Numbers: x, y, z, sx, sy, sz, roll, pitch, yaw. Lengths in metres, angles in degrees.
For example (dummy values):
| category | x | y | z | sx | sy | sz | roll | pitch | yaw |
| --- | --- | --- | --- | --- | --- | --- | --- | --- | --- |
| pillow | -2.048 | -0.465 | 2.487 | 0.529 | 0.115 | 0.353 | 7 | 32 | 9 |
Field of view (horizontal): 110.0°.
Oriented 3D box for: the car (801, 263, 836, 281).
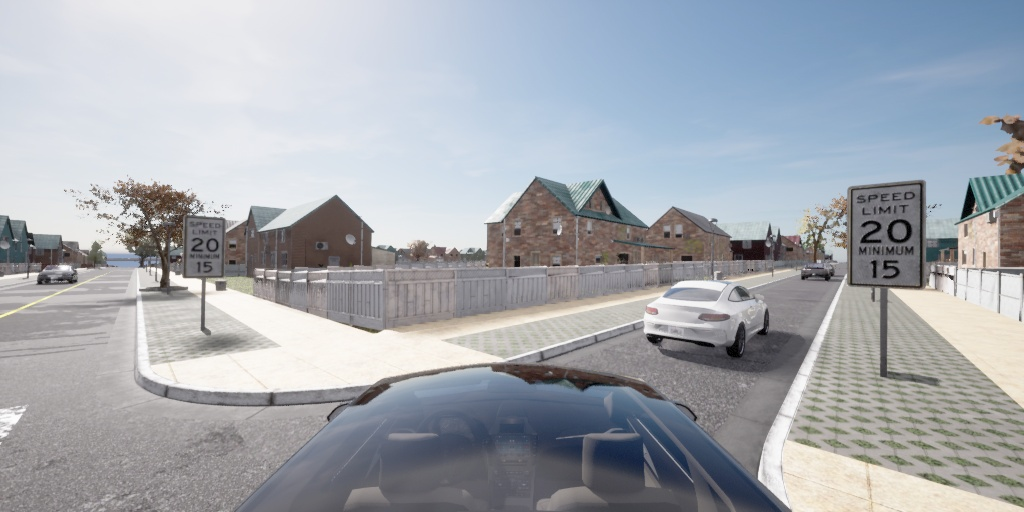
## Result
| category | x | y | z | sx | sy | sz | roll | pitch | yaw |
| --- | --- | --- | --- | --- | --- | --- | --- | --- | --- |
| car | 27.213 | 1.370 | 32.061 | 2.128 | 1.511 | 4.902 | 0 | 0 | 44 |

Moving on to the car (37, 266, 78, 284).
| category | x | y | z | sx | sy | sz | roll | pitch | yaw |
| --- | --- | --- | --- | --- | --- | --- | --- | --- | --- |
| car | -38.664 | 1.566 | 30.607 | 4.902 | 1.511 | 2.128 | -1 | -2 | 44 |

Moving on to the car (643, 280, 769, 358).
| category | x | y | z | sx | sy | sz | roll | pitch | yaw |
| --- | --- | --- | --- | --- | --- | --- | --- | --- | --- |
| car | 4.776 | 1.293 | 8.632 | 1.812 | 1.442 | 4.674 | 0 | 0 | 44 |
